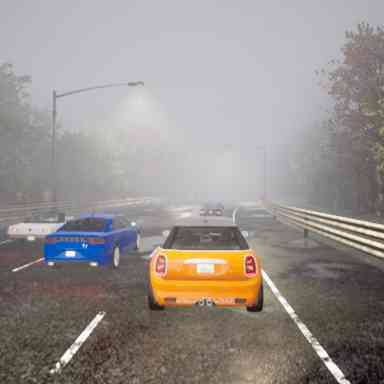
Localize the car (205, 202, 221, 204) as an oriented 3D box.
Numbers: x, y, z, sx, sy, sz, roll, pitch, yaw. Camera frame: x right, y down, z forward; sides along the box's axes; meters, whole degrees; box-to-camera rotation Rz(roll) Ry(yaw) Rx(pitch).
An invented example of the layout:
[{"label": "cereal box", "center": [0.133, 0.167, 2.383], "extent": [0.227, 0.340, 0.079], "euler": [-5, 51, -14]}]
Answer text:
[{"label": "car", "center": [1.681, 1.519, 26.488], "extent": [2.033, 1.411, 5.357], "euler": [0, 0, 8]}]

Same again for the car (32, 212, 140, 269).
[{"label": "car", "center": [-3.044, 1.461, 11.150], "extent": [1.882, 1.535, 5.008], "euler": [0, 0, 3]}]

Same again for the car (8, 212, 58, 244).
[{"label": "car", "center": [-6.306, 1.572, 15.550], "extent": [1.895, 1.301, 4.718], "euler": [0, 0, 4]}]

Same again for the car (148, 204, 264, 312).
[{"label": "car", "center": [0.321, 1.343, 7.876], "extent": [2.097, 1.767, 4.553], "euler": [0, 0, 2]}]
